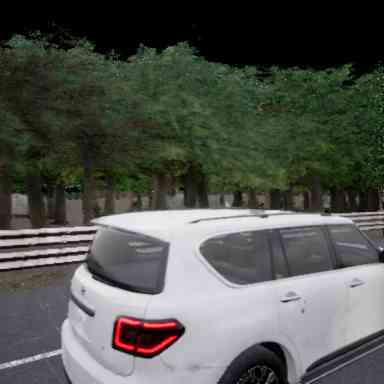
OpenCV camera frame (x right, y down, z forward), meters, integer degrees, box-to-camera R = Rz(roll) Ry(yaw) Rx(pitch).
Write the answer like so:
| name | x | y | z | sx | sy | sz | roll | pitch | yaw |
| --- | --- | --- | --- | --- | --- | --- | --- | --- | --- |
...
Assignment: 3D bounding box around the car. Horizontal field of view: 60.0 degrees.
| name | x | y | z | sx | sy | sz | roll | pitch | yaw |
| --- | --- | --- | --- | --- | --- | --- | --- | --- | --- |
| car | 1.180 | 1.248 | 4.571 | 5.566 | 2.045 | 2.150 | 0 | 0 | -35 |
